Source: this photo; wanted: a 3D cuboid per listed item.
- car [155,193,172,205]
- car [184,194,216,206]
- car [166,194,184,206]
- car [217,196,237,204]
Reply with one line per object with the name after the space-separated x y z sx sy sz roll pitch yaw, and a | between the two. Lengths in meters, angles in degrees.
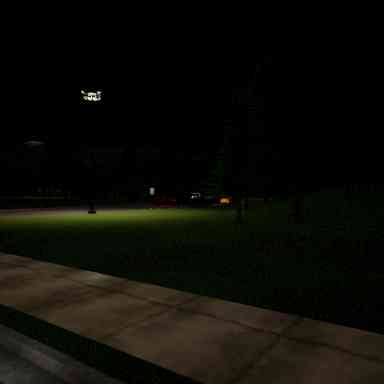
-4.150 1.221 58.277 2.150 2.045 5.566 0 0 36 | car
1.397 1.478 54.010 1.882 1.535 5.008 0 0 37 | car
-1.641 1.505 55.794 1.837 1.490 4.892 0 0 37 | car
7.225 1.478 62.062 1.882 1.535 5.008 0 0 36 | car
